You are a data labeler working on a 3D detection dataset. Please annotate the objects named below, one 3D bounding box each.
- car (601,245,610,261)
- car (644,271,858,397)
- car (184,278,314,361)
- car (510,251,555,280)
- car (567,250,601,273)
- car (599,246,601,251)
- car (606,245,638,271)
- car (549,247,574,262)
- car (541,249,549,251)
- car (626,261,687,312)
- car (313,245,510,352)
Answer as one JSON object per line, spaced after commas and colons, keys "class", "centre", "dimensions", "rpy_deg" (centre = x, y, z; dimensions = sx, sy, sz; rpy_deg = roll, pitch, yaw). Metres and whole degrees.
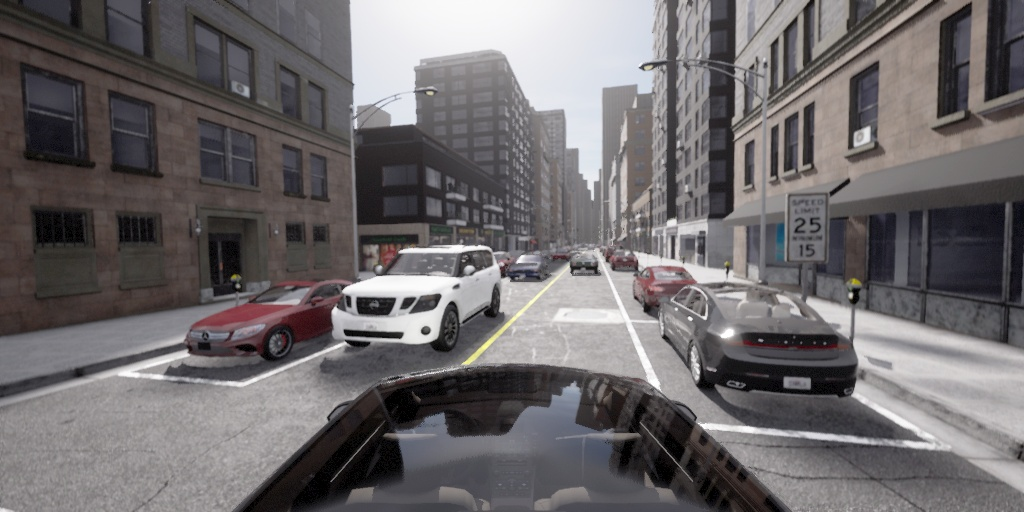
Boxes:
{"class": "car", "centre": [11.036, -0.281, 38.472], "dimensions": [2.192, 1.841, 5.009], "rpy_deg": [0, 0, 13]}
{"class": "car", "centre": [3.678, 1.106, 6.144], "dimensions": [2.007, 1.370, 4.403], "rpy_deg": [0, 0, 13]}
{"class": "car", "centre": [-4.640, 1.188, 8.012], "dimensions": [1.802, 1.307, 4.207], "rpy_deg": [0, 0, 13]}
{"class": "car", "centre": [1.162, 0.620, 21.944], "dimensions": [2.033, 1.411, 5.357], "rpy_deg": [0, 2, 13]}
{"class": "car", "centre": [5.291, 0.482, 26.125], "dimensions": [1.895, 1.301, 4.718], "rpy_deg": [0, 2, 13]}
{"class": "car", "centre": [14.715, -0.603, 54.636], "dimensions": [1.948, 1.339, 4.313], "rpy_deg": [0, 0, 13]}
{"class": "car", "centre": [8.583, 0.226, 27.696], "dimensions": [1.967, 1.591, 4.097], "rpy_deg": [0, 0, 13]}
{"class": "car", "centre": [5.743, -0.023, 41.627], "dimensions": [1.895, 1.301, 4.718], "rpy_deg": [0, 2, 13]}
{"class": "car", "centre": [2.719, 0.037, 40.347], "dimensions": [1.802, 1.307, 4.207], "rpy_deg": [0, 0, 13]}
{"class": "car", "centre": [4.904, 0.944, 11.531], "dimensions": [1.802, 1.307, 4.207], "rpy_deg": [0, 0, 13]}
{"class": "car", "centre": [-1.817, 0.762, 8.851], "dimensions": [2.150, 2.045, 5.566], "rpy_deg": [0, 2, 13]}
